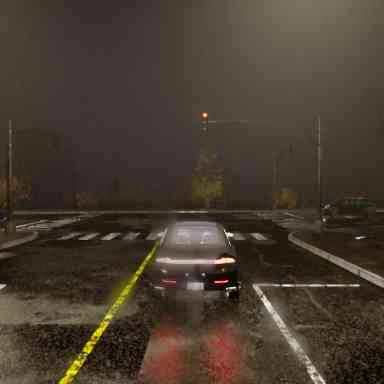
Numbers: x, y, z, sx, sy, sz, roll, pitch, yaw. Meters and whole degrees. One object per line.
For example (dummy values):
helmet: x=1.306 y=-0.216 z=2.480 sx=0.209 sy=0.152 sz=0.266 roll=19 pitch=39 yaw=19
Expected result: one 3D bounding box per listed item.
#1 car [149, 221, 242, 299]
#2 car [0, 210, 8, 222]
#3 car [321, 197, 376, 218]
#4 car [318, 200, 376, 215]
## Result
car: x=0.084 y=1.489 z=8.436 sx=2.128 sy=1.511 sz=4.902 roll=0 pitch=0 yaw=1
car: x=-16.368 y=1.714 z=25.414 sx=4.718 sy=1.301 sz=1.895 roll=0 pitch=1 yaw=1
car: x=13.147 y=1.232 z=28.539 sx=4.553 sy=1.767 sz=2.097 roll=0 pitch=1 yaw=-1
car: x=14.752 y=1.429 z=31.820 sx=4.718 sy=1.301 sz=1.895 roll=0 pitch=1 yaw=-2
